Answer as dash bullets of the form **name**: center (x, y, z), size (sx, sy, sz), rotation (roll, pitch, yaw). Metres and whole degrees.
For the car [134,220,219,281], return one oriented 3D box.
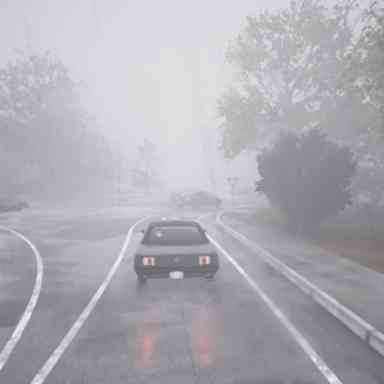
- **car**: center (-0.505, 1.447, 9.410), size (1.895, 1.301, 4.718), rotation (0, 2, -5)

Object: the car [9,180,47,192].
- **car**: center (-27.137, -0.981, 55.140), size (5.566, 2.045, 2.150), rotation (-2, 3, -44)

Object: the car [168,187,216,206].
- **car**: center (0.113, 0.347, 31.913), size (1.882, 1.535, 5.008), rotation (2, 4, 40)

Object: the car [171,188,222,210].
- **car**: center (0.535, 0.598, 27.525), size (1.812, 1.442, 4.674), rotation (2, 3, 42)

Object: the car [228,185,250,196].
- **car**: center (6.511, -0.281, 46.467), size (2.033, 1.411, 5.357), rotation (0, 3, -10)

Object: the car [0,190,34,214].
- **car**: center (-14.843, 0.780, 24.170), size (5.357, 1.411, 2.033), rotation (0, 3, 1)
